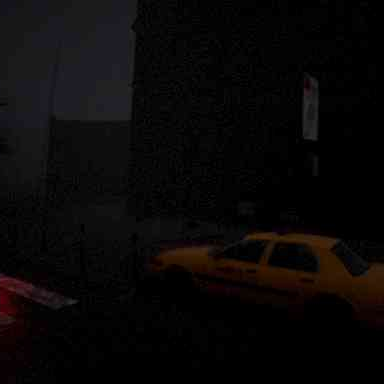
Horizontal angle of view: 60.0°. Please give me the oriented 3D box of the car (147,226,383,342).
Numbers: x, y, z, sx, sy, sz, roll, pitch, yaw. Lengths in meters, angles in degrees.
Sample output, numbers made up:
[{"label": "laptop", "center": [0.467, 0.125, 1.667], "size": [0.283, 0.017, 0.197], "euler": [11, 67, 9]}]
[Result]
[{"label": "car", "center": [1.506, 1.429, 6.452], "size": [5.366, 1.575, 1.946], "euler": [1, 1, 36]}]

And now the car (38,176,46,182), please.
[{"label": "car", "center": [-32.772, -3.010, 75.881], "size": [4.553, 1.767, 2.185], "euler": [5, 3, 24]}]

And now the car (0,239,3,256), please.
[{"label": "car", "center": [-7.232, 1.373, 9.327], "size": [4.718, 1.301, 1.895], "euler": [1, 1, 39]}]
